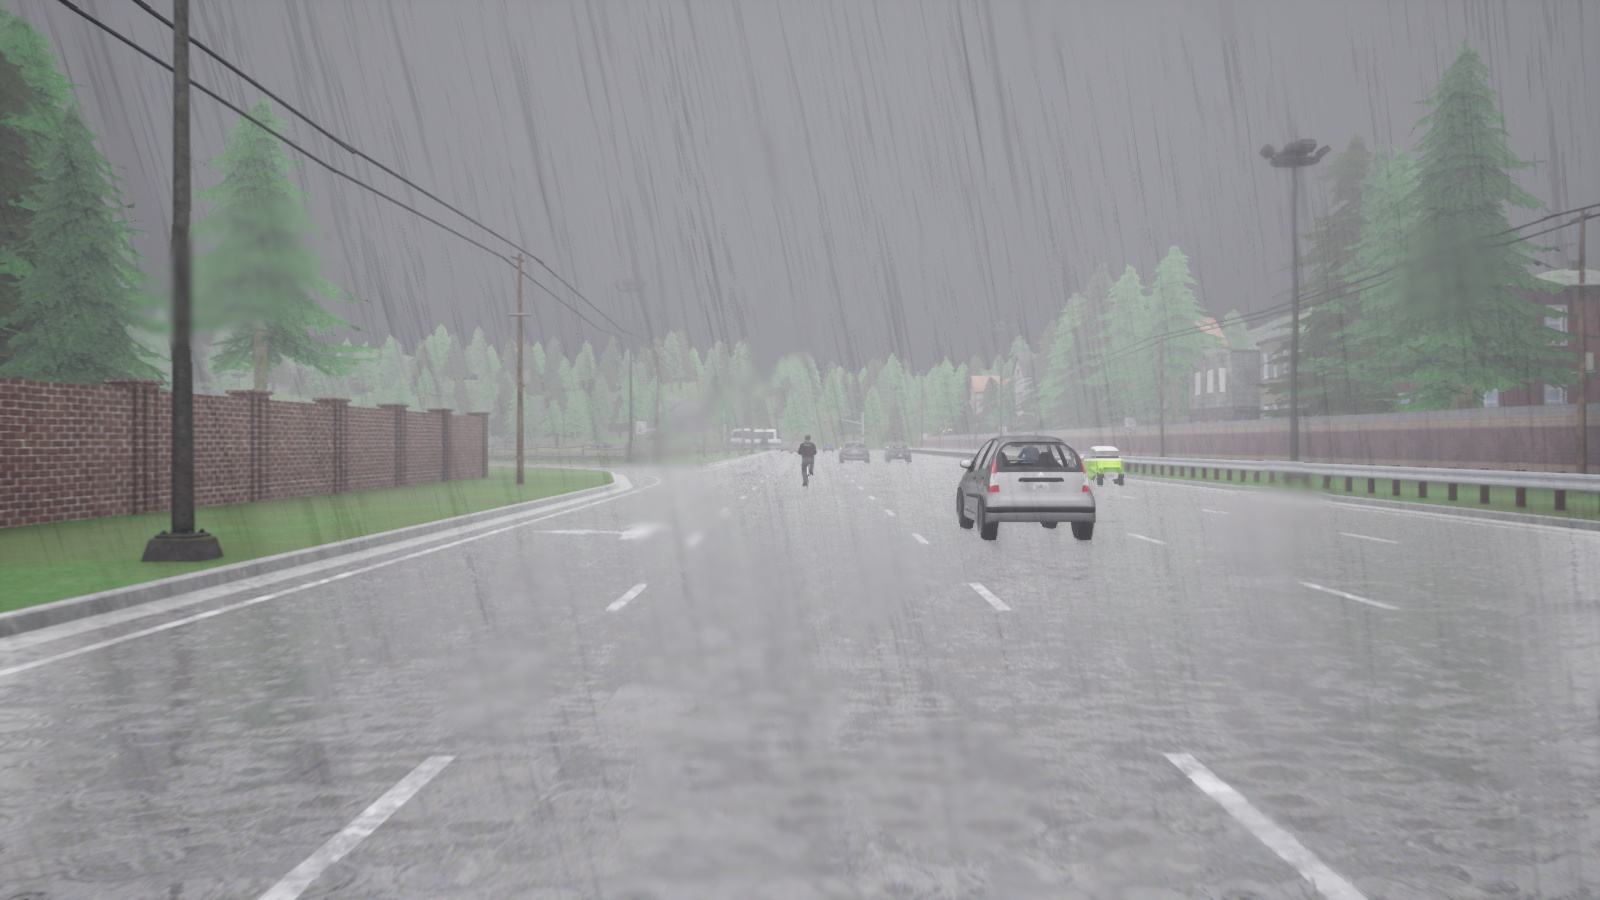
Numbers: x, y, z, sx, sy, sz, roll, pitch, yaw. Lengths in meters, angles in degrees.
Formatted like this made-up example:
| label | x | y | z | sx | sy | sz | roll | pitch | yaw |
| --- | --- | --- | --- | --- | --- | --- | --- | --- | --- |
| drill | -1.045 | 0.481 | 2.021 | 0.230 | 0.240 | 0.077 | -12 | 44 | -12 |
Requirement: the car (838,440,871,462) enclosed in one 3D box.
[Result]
| label | x | y | z | sx | sy | sz | roll | pitch | yaw |
| --- | --- | --- | --- | --- | --- | --- | --- | --- | --- |
| car | 4.052 | 0.064 | 94.015 | 2.242 | 1.667 | 4.611 | 0 | 0 | 0 |

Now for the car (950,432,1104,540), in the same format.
| label | x | y | z | sx | sy | sz | roll | pitch | yaw |
| --- | --- | --- | --- | --- | --- | --- | --- | --- | --- |
| car | 3.634 | 0.530 | 20.781 | 1.851 | 1.617 | 3.988 | 0 | 0 | 0 |

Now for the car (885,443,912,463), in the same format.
| label | x | y | z | sx | sy | sz | roll | pitch | yaw |
| --- | --- | --- | --- | --- | --- | --- | --- | --- | --- |
| car | 7.568 | 0.221 | 96.755 | 1.816 | 1.474 | 4.193 | 0 | 0 | 0 |

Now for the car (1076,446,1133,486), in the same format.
| label | x | y | z | sx | sy | sz | roll | pitch | yaw |
| --- | --- | --- | --- | --- | --- | --- | --- | --- | --- |
| car | 10.770 | 0.559 | 44.499 | 1.481 | 1.376 | 2.207 | 0 | 1 | 0 |
